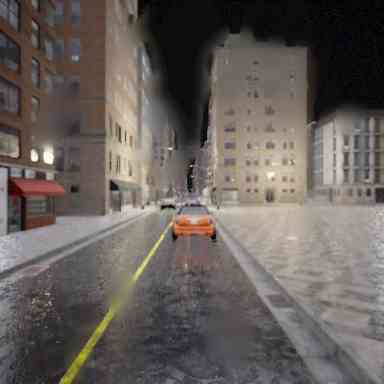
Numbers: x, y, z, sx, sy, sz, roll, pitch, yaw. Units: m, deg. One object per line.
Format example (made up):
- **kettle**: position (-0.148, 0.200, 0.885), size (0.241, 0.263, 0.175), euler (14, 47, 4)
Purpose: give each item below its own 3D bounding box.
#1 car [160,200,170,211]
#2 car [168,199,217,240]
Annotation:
- **car**: position (-3.014, 1.700, 42.736), size (1.895, 1.301, 4.718), euler (0, 0, 0)
- **car**: position (0.094, 1.390, 17.239), size (2.097, 1.767, 4.553), euler (0, 0, 0)
